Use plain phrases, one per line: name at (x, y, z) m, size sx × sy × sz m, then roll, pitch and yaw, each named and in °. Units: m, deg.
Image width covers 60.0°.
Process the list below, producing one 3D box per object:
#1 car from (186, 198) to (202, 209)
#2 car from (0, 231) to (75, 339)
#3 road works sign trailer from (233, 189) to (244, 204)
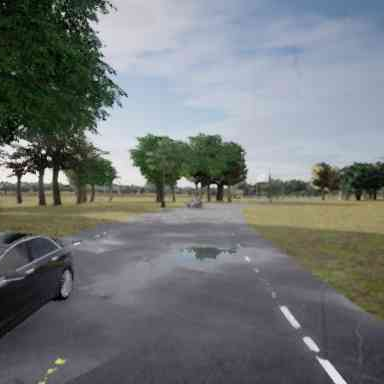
car at (0.350, 1.696, 48.717) m, size 2.128 × 1.511 × 4.902 m, roll 0°, pitch -1°, yaw 10°
car at (-3.532, 1.511, 5.542) m, size 1.837 × 1.490 × 4.892 m, roll 0°, pitch 0°, yaw 1°
road works sign trailer at (11.276, 1.103, 79.975) m, size 2.380 × 3.560 × 2.880 m, roll 0°, pitch -1°, yaw 17°
